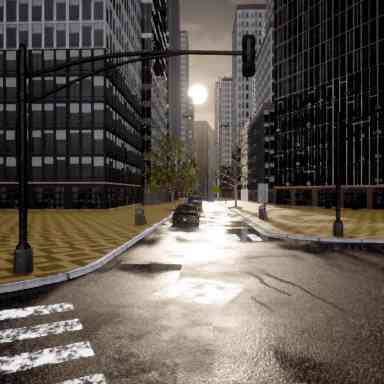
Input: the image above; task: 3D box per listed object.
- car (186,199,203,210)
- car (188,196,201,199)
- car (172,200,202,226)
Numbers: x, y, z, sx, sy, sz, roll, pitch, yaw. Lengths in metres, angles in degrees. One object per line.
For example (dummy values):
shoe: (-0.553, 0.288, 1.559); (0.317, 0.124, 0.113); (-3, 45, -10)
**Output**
car: (-0.011, 1.777, 35.613); (1.812, 1.442, 4.674); (0, 0, 2)
car: (0.389, 1.554, 46.265); (2.150, 2.045, 5.566); (0, 0, 2)
car: (-0.397, 1.654, 25.401); (1.882, 1.535, 5.008); (0, 0, 2)
